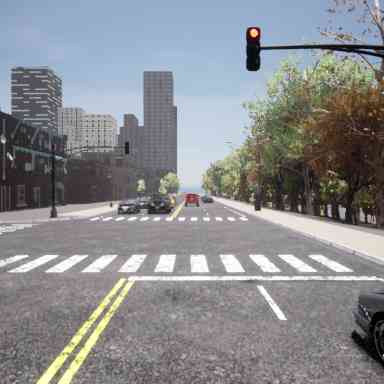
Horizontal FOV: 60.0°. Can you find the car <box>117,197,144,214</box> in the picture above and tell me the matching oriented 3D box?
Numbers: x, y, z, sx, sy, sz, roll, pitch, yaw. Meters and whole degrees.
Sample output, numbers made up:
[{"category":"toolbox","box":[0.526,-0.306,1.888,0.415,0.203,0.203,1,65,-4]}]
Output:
[{"category":"car","box":[-6.661,1.480,35.573,2.128,1.511,4.902,0,0,0]}]

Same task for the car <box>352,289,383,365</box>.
[{"category":"car","box":[3.345,1.547,2.563,2.033,1.411,5.357,0,0,0]}]

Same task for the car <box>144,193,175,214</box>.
[{"category":"car","box":[-3.421,1.210,35.900,2.150,2.045,5.566,0,0,1]}]

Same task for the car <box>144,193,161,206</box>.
[{"category":"car","box":[-6.694,1.201,56.663,2.150,2.045,5.566,0,0,1]}]

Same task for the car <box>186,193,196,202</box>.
[{"category":"car","box":[-0.147,1.195,75.302,2.150,2.045,5.566,0,0,0]}]

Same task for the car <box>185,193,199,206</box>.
[{"category":"car","box":[-0.008,1.201,54.839,2.150,2.045,5.566,0,0,0]}]

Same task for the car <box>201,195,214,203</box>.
[{"category":"car","box":[3.223,1.539,65.880,1.994,1.385,4.181,0,0,0]}]

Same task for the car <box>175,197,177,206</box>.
[{"category":"car","box":[-3.425,1.462,45.898,1.882,1.535,5.008,0,0,0]}]

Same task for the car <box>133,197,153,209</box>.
[{"category":"car","box":[-6.675,1.476,45.974,2.128,1.511,4.902,0,0,0]}]

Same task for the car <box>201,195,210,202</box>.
[{"category":"car","box":[3.103,1.447,75.908,1.882,1.535,5.008,0,0,0]}]
